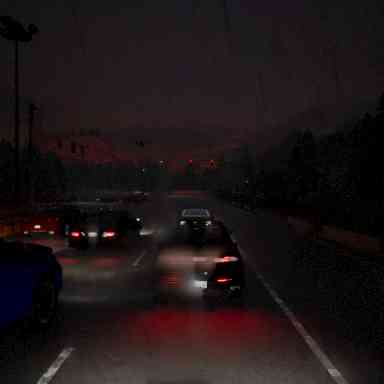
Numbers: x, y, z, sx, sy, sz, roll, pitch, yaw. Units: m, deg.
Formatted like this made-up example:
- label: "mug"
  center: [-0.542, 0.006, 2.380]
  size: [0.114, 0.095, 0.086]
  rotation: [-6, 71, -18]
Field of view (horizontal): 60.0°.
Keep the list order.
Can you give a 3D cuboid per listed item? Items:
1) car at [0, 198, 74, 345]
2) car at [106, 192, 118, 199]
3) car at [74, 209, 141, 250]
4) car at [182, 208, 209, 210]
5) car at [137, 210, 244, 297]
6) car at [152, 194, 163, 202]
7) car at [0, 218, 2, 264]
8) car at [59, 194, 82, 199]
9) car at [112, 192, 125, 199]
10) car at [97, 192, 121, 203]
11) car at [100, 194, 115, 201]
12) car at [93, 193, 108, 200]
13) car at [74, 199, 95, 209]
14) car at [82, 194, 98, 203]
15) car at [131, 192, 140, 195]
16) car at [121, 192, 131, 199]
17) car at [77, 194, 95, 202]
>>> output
- label: "car"
  center: [-3.385, 1.205, 3.563]
  size: [2.150, 2.045, 5.566]
  rotation: [0, 0, 0]
- label: "car"
  center: [-20.476, 0.852, 85.169]
  size: [1.882, 1.535, 5.008]
  rotation: [0, 0, 0]
- label: "car"
  center: [-3.339, 1.455, 13.737]
  size: [2.033, 1.411, 5.357]
  rotation: [0, 0, 0]
- label: "car"
  center: [0.186, 1.478, 17.747]
  size: [1.895, 1.301, 4.718]
  rotation: [0, 0, 0]
- label: "car"
  center: [0.132, 1.439, 8.417]
  size: [2.128, 1.511, 4.902]
  rotation: [0, 0, 0]
- label: "car"
  center: [-6.511, 1.031, 63.042]
  size: [2.128, 1.511, 4.902]
  rotation: [0, 0, 0]
- label: "car"
  center: [-6.876, 1.513, 8.167]
  size: [1.994, 1.385, 4.181]
  rotation: [0, 0, 1]
- label: "car"
  center: [-20.740, 1.072, 55.675]
  size: [1.882, 1.535, 5.008]
  rotation: [0, 0, 2]
- label: "car"
  center: [-17.026, 0.787, 77.485]
  size: [2.097, 1.767, 4.553]
  rotation: [0, 0, 0]
- label: "car"
  center: [-13.755, 1.122, 55.407]
  size: [1.812, 1.442, 4.674]
  rotation: [0, 0, 1]
- label: "car"
  center: [-17.092, 1.071, 67.352]
  size: [1.994, 1.385, 4.181]
  rotation: [0, 0, 0]
- label: "car"
  center: [-20.542, 0.929, 74.950]
  size: [1.882, 1.535, 5.008]
  rotation: [0, 0, 0]
- label: "car"
  center: [-6.831, 1.360, 17.152]
  size: [1.882, 1.535, 5.008]
  rotation: [0, 0, 0]
- label: "car"
  center: [-17.232, 1.146, 57.376]
  size: [1.994, 1.385, 4.181]
  rotation: [0, 0, 1]
- label: "car"
  center: [-13.545, 0.978, 74.491]
  size: [1.812, 1.442, 4.674]
  rotation: [0, 0, 0]
- label: "car"
  center: [-13.649, 1.055, 64.470]
  size: [1.812, 1.442, 4.674]
  rotation: [0, 0, 1]
- label: "car"
  center: [-20.621, 1.126, 65.009]
  size: [1.895, 1.301, 4.718]
  rotation: [0, 0, 1]
